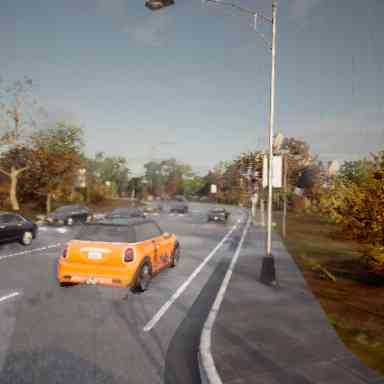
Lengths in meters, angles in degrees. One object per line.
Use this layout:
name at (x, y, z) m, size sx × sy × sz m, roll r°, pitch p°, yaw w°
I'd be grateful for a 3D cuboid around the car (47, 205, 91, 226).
car at (-9.435, 1.772, 25.749) m, size 1.837 × 1.490 × 4.892 m, roll 1°, pitch 0°, yaw 11°

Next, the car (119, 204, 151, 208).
car at (-5.503, 1.964, 27.629) m, size 2.033 × 1.411 × 5.357 m, roll 1°, pitch -1°, yaw 11°

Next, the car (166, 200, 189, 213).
car at (-1.719, 2.251, 46.876) m, size 2.033 × 1.411 × 5.357 m, roll 2°, pitch 0°, yaw 9°

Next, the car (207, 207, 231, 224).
car at (2.643, 2.204, 32.292) m, size 2.128 × 1.511 × 4.902 m, roll 1°, pitch -1°, yaw 11°

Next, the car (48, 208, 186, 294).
car at (-1.787, 1.519, 9.623) m, size 2.097 × 1.767 × 4.553 m, roll 1°, pitch -1°, yaw 11°

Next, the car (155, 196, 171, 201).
car at (-7.564, 1.875, 94.493) m, size 2.097 × 1.767 × 4.553 m, roll 3°, pitch 0°, yaw -36°

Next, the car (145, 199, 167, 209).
car at (-5.296, 2.121, 46.789) m, size 1.812 × 1.442 × 4.674 m, roll 2°, pitch 0°, yaw 10°

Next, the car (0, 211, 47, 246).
car at (-8.302, 1.557, 13.317) m, size 1.837 × 1.490 × 4.892 m, roll 1°, pitch -1°, yaw 11°

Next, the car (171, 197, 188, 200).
car at (-2.970, 2.229, 93.889) m, size 2.128 × 1.511 × 4.902 m, roll 3°, pitch 0°, yaw -36°
